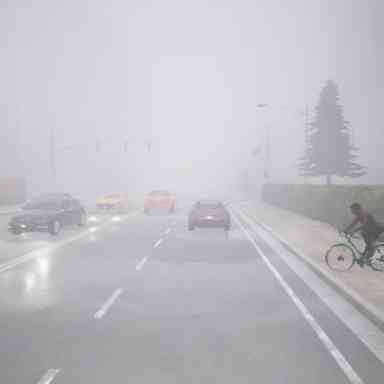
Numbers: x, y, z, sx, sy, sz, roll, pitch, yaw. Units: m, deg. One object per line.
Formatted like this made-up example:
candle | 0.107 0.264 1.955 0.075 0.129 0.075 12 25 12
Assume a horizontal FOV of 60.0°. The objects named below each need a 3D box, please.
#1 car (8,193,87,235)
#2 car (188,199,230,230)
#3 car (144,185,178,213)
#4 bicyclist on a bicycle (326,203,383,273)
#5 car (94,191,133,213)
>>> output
car | -6.421 1.006 15.325 1.837 1.490 4.892 0 2 3
car | 0.867 1.049 16.861 1.994 1.385 4.181 0 2 3
car | -2.252 0.569 25.207 2.097 1.767 4.553 0 2 3
bicyclist on a bicycle | 3.922 1.078 7.666 1.656 1.620 0.582 0 2 3
car | -5.855 0.721 25.231 1.882 1.535 5.008 0 2 3
